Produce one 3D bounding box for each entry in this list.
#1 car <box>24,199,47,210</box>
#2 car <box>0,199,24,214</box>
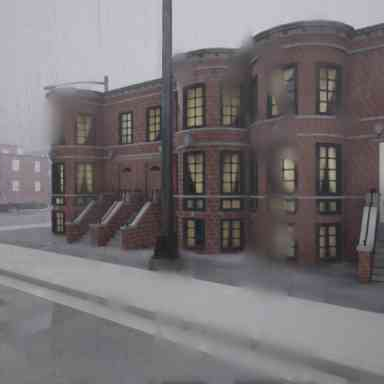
[{"bbox_3d":[-20.315,1.545,40.043,2.033,1.411,5.357,0,0,36],"label":"car"},{"bbox_3d":[-20.352,1.475,33.976,1.882,1.535,5.008,0,0,36],"label":"car"}]
